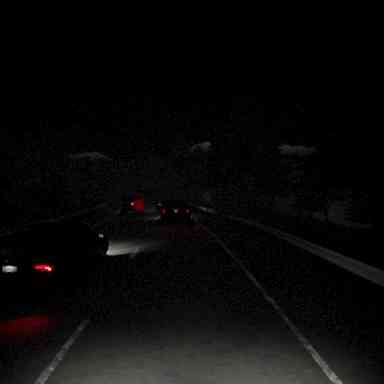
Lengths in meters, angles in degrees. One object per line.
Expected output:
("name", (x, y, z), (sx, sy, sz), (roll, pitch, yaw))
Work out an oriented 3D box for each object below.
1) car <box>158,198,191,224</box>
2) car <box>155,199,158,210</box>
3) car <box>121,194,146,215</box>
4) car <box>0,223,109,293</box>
("car", (-1.306, 1.324, 24.651), (2.097, 1.767, 4.553), (0, 0, -6))
("car", (-3.677, 1.498, 41.997), (2.033, 1.411, 5.357), (0, 0, -10))
("car", (-5.831, 1.185, 33.115), (2.150, 2.045, 5.566), (0, 0, -8))
("car", (-3.644, 1.539, 8.976), (2.033, 1.411, 5.357), (0, 0, -3))
